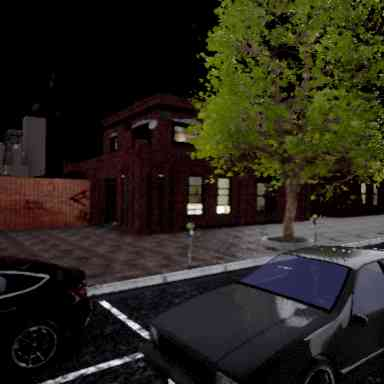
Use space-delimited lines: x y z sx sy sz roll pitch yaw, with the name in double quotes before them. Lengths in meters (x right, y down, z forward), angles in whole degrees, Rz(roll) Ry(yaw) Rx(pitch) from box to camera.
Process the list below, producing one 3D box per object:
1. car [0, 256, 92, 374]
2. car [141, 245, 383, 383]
"car" -3.451 1.566 4.088 4.313 1.339 1.947 0 1 -36
"car" 2.027 1.546 4.785 5.357 1.411 2.033 0 0 -35
